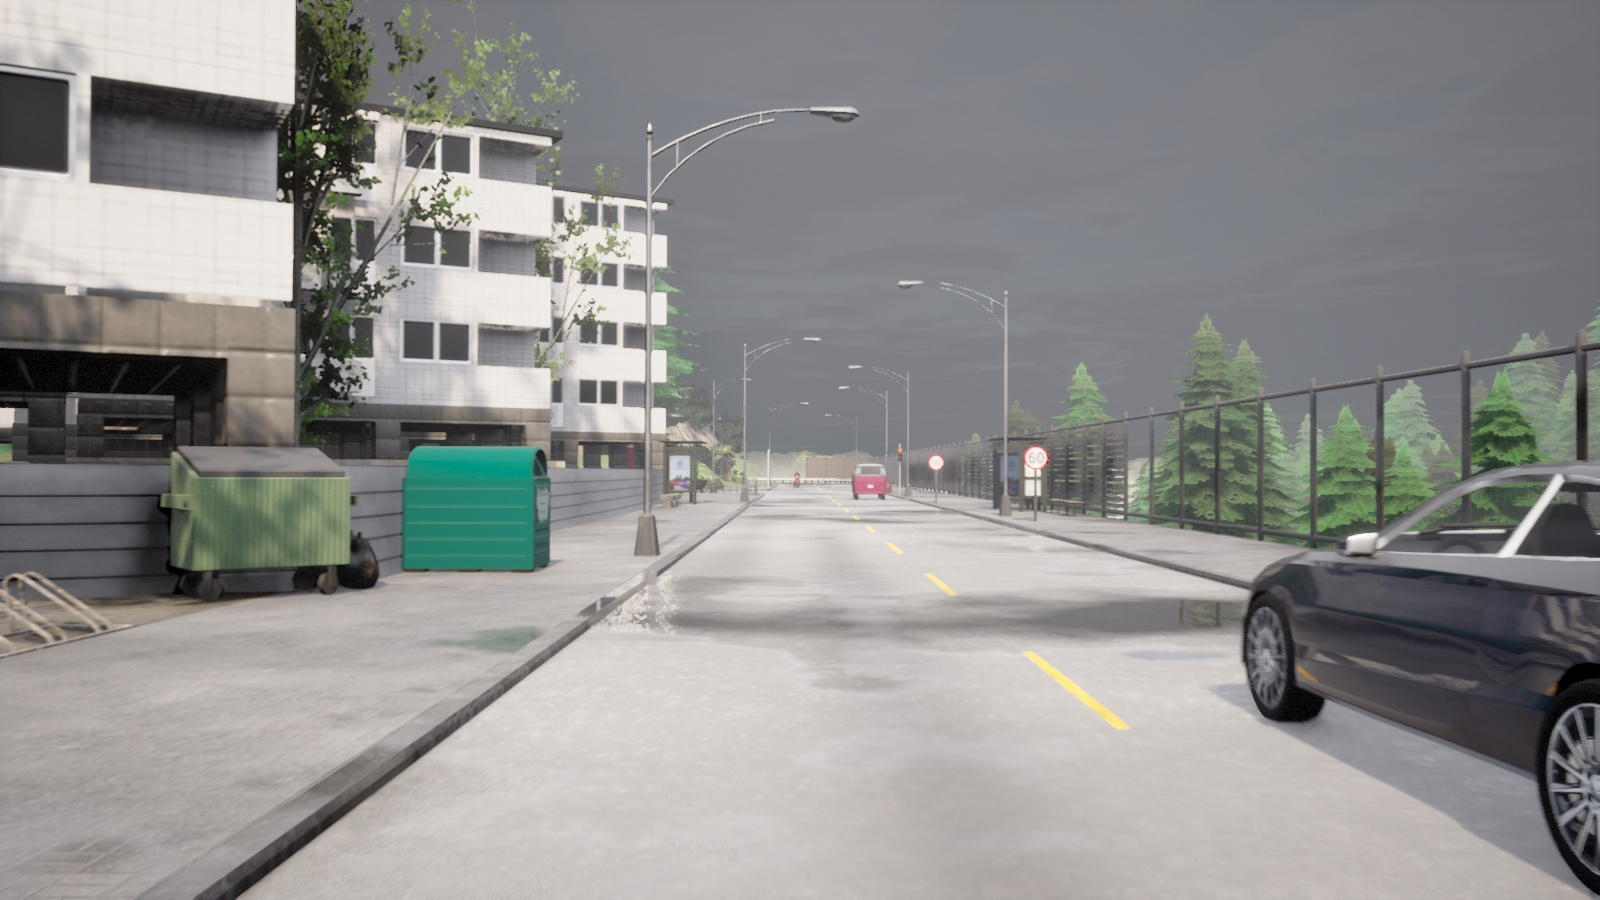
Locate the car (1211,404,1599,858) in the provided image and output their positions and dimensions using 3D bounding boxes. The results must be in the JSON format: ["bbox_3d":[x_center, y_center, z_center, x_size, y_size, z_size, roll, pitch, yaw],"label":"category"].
[{"bbox_3d":[3.981,0.683,6.329,2.152,1.651,5.027,0,-1,0],"label":"car"}]

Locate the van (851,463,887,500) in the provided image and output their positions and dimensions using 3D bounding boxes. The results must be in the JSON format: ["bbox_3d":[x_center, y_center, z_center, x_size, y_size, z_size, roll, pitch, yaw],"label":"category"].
[{"bbox_3d":[3.816,1.721,69.972,1.775,1.987,4.442,0,-1,0],"label":"van"}]
